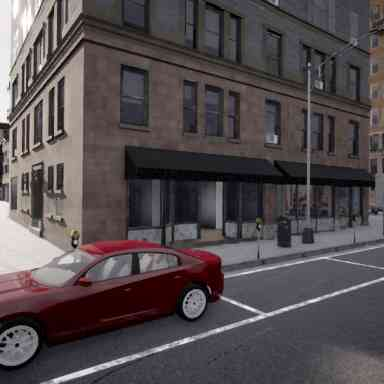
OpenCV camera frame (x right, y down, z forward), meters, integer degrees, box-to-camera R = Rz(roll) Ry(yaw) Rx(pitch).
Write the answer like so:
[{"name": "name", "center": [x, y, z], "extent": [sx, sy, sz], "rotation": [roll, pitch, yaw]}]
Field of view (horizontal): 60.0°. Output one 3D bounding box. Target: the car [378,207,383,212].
[{"name": "car", "center": [16.400, 1.369, 33.254], "extent": [1.837, 1.490, 4.892], "rotation": [1, 0, -35]}]

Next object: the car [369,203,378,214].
[{"name": "car", "center": [14.143, 1.362, 30.824], "extent": [1.812, 1.442, 4.674], "rotation": [1, 0, -33]}]

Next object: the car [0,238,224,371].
[{"name": "car", "center": [-1.490, 1.545, 5.690], "extent": [4.507, 1.381, 1.887], "rotation": [0, 1, -35]}]
